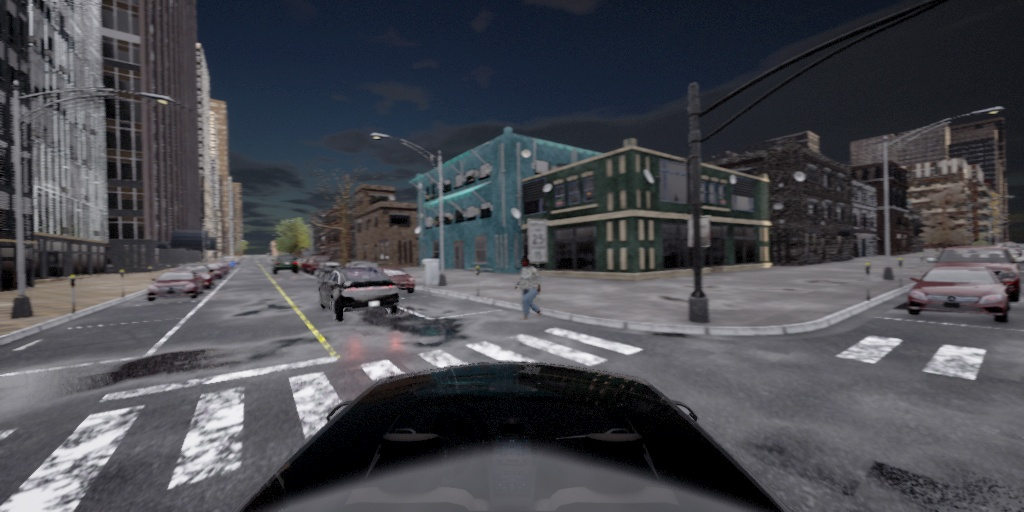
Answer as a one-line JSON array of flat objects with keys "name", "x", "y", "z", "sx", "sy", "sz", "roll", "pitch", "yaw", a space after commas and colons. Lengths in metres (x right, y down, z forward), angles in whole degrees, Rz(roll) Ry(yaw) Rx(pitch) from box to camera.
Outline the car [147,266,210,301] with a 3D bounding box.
[{"name": "car", "x": -16.188, "y": 1.349, "z": 17.433, "sx": 1.802, "sy": 1.307, "sz": 4.207, "roll": 0, "pitch": 0, "yaw": -36}]

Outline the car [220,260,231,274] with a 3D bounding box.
[{"name": "car", "x": -29.209, "y": 1.337, "z": 35.397, "sx": 1.802, "sy": 1.307, "sz": 4.207, "roll": 0, "pitch": 0, "yaw": -36}]

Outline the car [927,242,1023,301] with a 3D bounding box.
[{"name": "car", "x": 17.314, "y": 0.541, "z": 13.417, "sx": 5.009, "sy": 1.841, "sz": 2.192, "roll": 0, "pitch": 0, "yaw": -35}]

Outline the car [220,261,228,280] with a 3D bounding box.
[{"name": "car", "x": -25.953, "y": 1.342, "z": 30.904, "sx": 1.802, "sy": 1.307, "sz": 4.207, "roll": 0, "pitch": 0, "yaw": -36}]

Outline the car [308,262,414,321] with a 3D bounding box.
[{"name": "car", "x": -5.326, "y": 1.146, "z": 12.201, "sx": 2.128, "sy": 1.511, "sz": 4.902, "roll": -1, "pitch": 1, "yaw": -35}]

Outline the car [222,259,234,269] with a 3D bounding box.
[{"name": "car", "x": -32.465, "y": 1.294, "z": 39.888, "sx": 1.888, "sy": 1.381, "sz": 4.507, "roll": 0, "pitch": 0, "yaw": -36}]

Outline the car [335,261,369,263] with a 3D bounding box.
[{"name": "car", "x": -9.405, "y": 1.040, "z": 22.351, "sx": 1.967, "sy": 1.591, "sz": 4.097, "roll": 0, "pitch": 0, "yaw": -36}]

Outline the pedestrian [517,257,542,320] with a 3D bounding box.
[{"name": "pedestrian", "x": 0.495, "y": 0.878, "z": 10.193, "sx": 0.375, "sy": 1.860, "sz": 0.375, "roll": -1, "pitch": 0, "yaw": -36}]

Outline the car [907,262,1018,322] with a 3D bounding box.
[{"name": "car", "x": 12.776, "y": 0.947, "z": 10.224, "sx": 4.207, "sy": 1.307, "sz": 1.802, "roll": 0, "pitch": 0, "yaw": -35}]

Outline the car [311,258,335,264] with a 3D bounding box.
[{"name": "car", "x": -15.914, "y": 1.147, "z": 31.332, "sx": 2.007, "sy": 1.370, "sz": 4.403, "roll": 0, "pitch": 0, "yaw": -36}]

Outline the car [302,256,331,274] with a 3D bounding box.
[{"name": "car", "x": -19.169, "y": 0.907, "z": 35.822, "sx": 2.192, "sy": 1.841, "sz": 5.009, "roll": 0, "pitch": 0, "yaw": -36}]

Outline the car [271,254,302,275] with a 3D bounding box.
[{"name": "car", "x": -24.312, "y": 0.862, "z": 38.447, "sx": 2.150, "sy": 2.045, "sz": 5.566, "roll": -1, "pitch": 1, "yaw": -36}]

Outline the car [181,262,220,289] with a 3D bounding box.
[{"name": "car", "x": -19.443, "y": 1.206, "z": 21.924, "sx": 1.967, "sy": 1.591, "sz": 4.097, "roll": 0, "pitch": 0, "yaw": -36}]
